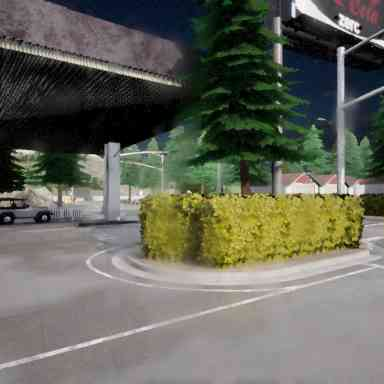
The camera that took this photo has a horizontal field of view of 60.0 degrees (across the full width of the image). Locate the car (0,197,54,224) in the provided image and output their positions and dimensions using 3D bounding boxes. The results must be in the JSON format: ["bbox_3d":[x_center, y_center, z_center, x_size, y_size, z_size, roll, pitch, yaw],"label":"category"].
[{"bbox_3d":[-11.986,1.313,23.469,3.866,1.878,1.905,0,0,-36],"label":"car"}]
